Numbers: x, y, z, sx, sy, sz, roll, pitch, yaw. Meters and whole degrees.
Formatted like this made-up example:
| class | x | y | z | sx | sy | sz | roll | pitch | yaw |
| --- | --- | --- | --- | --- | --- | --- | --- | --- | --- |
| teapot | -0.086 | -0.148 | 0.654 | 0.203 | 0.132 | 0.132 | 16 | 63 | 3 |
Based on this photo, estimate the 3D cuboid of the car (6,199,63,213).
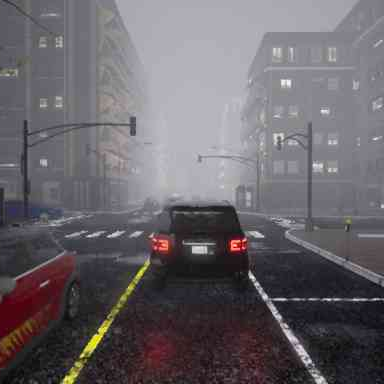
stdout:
| class | x | y | z | sx | sy | sz | roll | pitch | yaw |
| --- | --- | --- | --- | --- | --- | --- | --- | --- | --- |
| car | -12.227 | 1.299 | 24.818 | 5.008 | 1.535 | 1.882 | 1 | 0 | 0 |

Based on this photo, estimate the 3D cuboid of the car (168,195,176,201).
| class | x | y | z | sx | sy | sz | roll | pitch | yaw |
| --- | --- | --- | --- | --- | --- | --- | --- | --- | --- |
| car | -4.849 | 1.525 | 81.782 | 1.752 | 1.417 | 4.829 | 0 | 0 | 1 |

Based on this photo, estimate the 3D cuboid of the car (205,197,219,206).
| class | x | y | z | sx | sy | sz | roll | pitch | yaw |
| --- | --- | --- | --- | --- | --- | --- | --- | --- | --- |
| car | 3.237 | 1.549 | 53.667 | 2.008 | 1.369 | 4.403 | 0 | 0 | 1 |

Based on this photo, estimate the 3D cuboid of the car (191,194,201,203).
| class | x | y | z | sx | sy | sz | roll | pitch | yaw |
| --- | --- | --- | --- | --- | --- | --- | --- | --- | --- |
| car | 0.813 | 1.353 | 68.779 | 2.097 | 1.767 | 4.553 | 0 | 0 | 1 |

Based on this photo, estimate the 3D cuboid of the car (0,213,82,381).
| class | x | y | z | sx | sy | sz | roll | pitch | yaw |
| --- | --- | --- | --- | --- | --- | --- | --- | --- | --- |
| car | -3.074 | 1.351 | 4.164 | 2.097 | 1.767 | 4.553 | 0 | 0 | 1 |

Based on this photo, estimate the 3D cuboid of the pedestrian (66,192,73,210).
| class | x | y | z | sx | sy | sz | roll | pitch | yaw |
| --- | --- | --- | --- | --- | --- | --- | --- | --- | --- |
| pedestrian | -12.374 | 0.902 | 33.550 | 0.375 | 1.860 | 0.375 | 0 | -1 | 0 |

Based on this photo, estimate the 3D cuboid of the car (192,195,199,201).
| class | x | y | z | sx | sy | sz | roll | pitch | yaw |
| --- | --- | --- | --- | --- | --- | --- | --- | --- | --- |
| car | 0.856 | 1.478 | 82.752 | 1.882 | 1.535 | 5.008 | 0 | 0 | 1 |

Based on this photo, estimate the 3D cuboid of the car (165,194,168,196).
| class | x | y | z | sx | sy | sz | roll | pitch | yaw |
| --- | --- | --- | --- | --- | --- | --- | --- | --- | --- |
| car | -4.967 | 1.314 | 70.675 | 2.192 | 1.841 | 5.009 | 0 | 0 | 1 |

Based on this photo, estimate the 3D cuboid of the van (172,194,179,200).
| class | x | y | z | sx | sy | sz | roll | pitch | yaw |
| --- | --- | --- | --- | --- | --- | --- | --- | --- | --- |
| van | -4.730 | 1.340 | 93.229 | 1.690 | 1.788 | 3.998 | 0 | 0 | 1 |

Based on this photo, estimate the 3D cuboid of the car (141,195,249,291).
| class | x | y | z | sx | sy | sz | roll | pitch | yaw |
| --- | --- | --- | --- | --- | --- | --- | --- | --- | --- |
| car | 0.178 | 1.221 | 9.152 | 2.150 | 2.045 | 5.566 | 0 | 0 | 1 |

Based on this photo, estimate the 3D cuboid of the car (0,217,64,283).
| class | x | y | z | sx | sy | sz | roll | pitch | yaw |
| --- | --- | --- | --- | --- | --- | --- | --- | --- | --- |
| car | -5.600 | 1.581 | 10.074 | 1.802 | 1.307 | 4.206 | 0 | 0 | 1 |

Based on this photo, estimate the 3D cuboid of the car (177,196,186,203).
| class | x | y | z | sx | sy | sz | roll | pitch | yaw |
| --- | --- | --- | --- | --- | --- | --- | --- | --- | --- |
| car | -2.259 | 1.522 | 71.954 | 1.812 | 1.442 | 4.674 | 0 | 0 | 1 |

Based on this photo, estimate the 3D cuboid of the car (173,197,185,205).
| class | x | y | z | sx | sy | sz | roll | pitch | yaw |
| --- | --- | --- | --- | --- | --- | --- | --- | --- | --- |
| car | -2.428 | 1.563 | 61.649 | 1.994 | 1.385 | 4.181 | 0 | 0 | 1 |

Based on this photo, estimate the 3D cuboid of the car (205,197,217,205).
| class | x | y | z | sx | sy | sz | roll | pitch | yaw |
| --- | --- | --- | --- | --- | --- | --- | --- | --- | --- |
| car | 3.296 | 1.543 | 59.304 | 1.887 | 1.381 | 4.507 | 0 | 0 | 1 |

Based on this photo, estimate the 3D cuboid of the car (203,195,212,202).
| class | x | y | z | sx | sy | sz | roll | pitch | yaw |
| --- | --- | --- | --- | --- | --- | --- | --- | --- | --- |
| car | 3.473 | 1.440 | 76.220 | 1.967 | 1.590 | 4.097 | 0 | 0 | 1 |

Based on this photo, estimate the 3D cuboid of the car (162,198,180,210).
| class | x | y | z | sx | sy | sz | roll | pitch | yaw |
| --- | --- | --- | --- | --- | --- | --- | --- | --- | --- |
| car | -2.644 | 1.562 | 43.109 | 1.994 | 1.385 | 4.181 | 0 | 0 | 2 |
